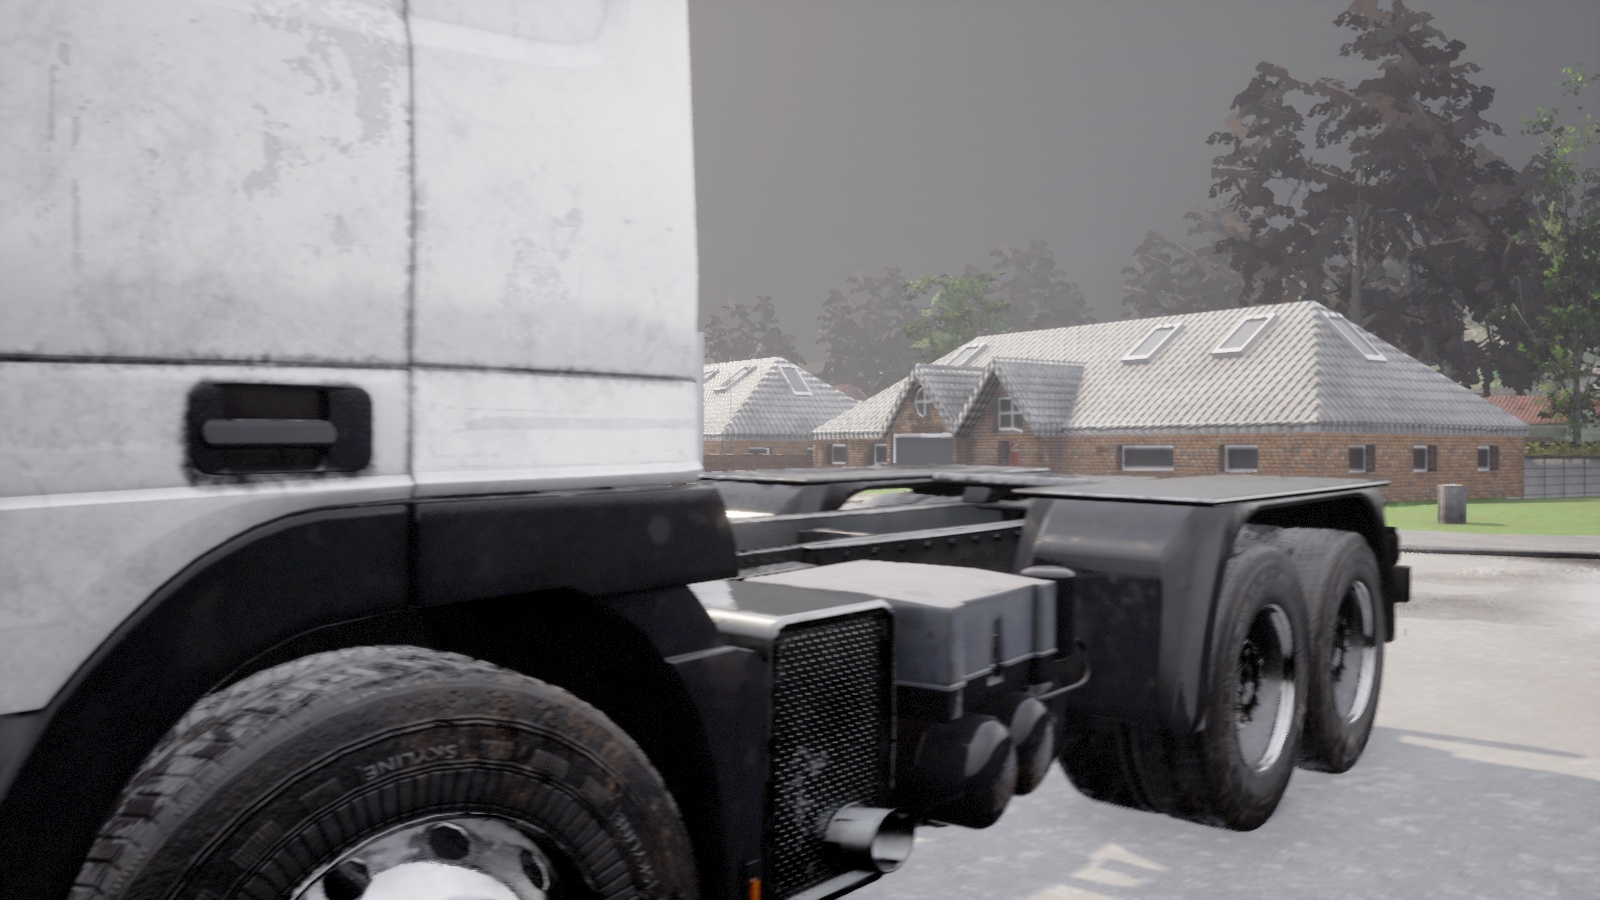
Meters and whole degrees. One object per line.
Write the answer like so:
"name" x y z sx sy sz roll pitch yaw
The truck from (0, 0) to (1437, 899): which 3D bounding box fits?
"truck" -0.271 -0.251 4.611 2.891 3.462 7.936 1 2 40
